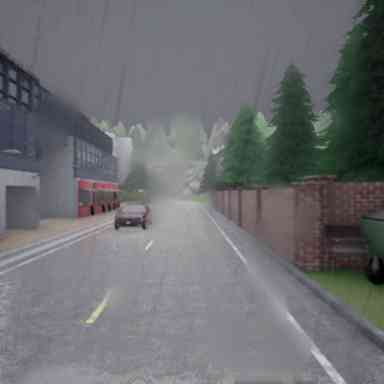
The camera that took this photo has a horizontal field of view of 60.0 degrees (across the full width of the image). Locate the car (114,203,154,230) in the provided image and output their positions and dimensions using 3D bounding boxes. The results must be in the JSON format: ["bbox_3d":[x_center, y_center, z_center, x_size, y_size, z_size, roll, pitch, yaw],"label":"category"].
[{"bbox_3d":[-3.583,1.464,21.146,1.882,1.535,5.008,0,0,0],"label":"car"}]
